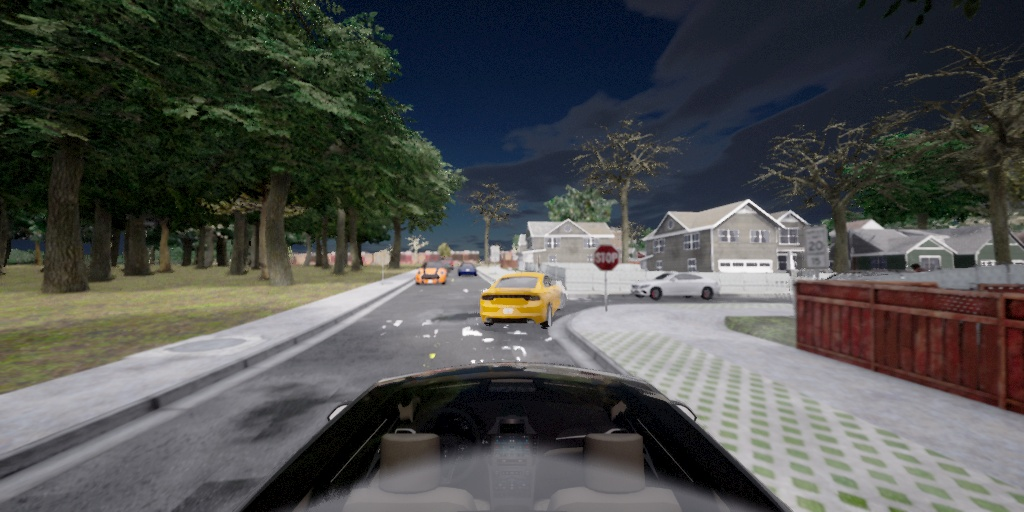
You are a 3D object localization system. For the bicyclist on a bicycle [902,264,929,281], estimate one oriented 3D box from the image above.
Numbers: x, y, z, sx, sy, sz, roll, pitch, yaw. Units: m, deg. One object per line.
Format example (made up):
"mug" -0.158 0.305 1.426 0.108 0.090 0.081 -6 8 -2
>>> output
"bicyclist on a bicycle" 16.371 1.134 14.329 0.582 1.620 1.656 1 -3 -8

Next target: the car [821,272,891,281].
"car" 19.565 1.686 20.696 4.892 1.490 1.837 1 -3 -8

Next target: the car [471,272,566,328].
"car" 0.520 1.273 11.787 1.882 1.535 5.008 -1 0 15

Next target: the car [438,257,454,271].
"car" -10.242 1.171 56.179 2.150 2.045 5.566 0 -1 -7

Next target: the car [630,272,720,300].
"car" 8.644 1.555 19.092 4.674 1.442 1.812 1 -3 -8

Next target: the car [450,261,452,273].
"car" -7.342 1.406 35.900 1.994 1.385 4.181 0 0 -8

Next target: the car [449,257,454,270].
"car" -8.799 1.232 45.598 2.097 1.767 4.553 0 0 -8

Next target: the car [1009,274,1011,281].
"car" 30.677 1.838 22.320 4.892 1.490 1.837 0 -3 -8

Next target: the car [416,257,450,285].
"car" -5.966 1.176 26.955 2.097 1.767 4.553 0 0 -9

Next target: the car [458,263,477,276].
"car" -4.902 1.431 39.281 1.994 1.385 4.181 0 0 -9
